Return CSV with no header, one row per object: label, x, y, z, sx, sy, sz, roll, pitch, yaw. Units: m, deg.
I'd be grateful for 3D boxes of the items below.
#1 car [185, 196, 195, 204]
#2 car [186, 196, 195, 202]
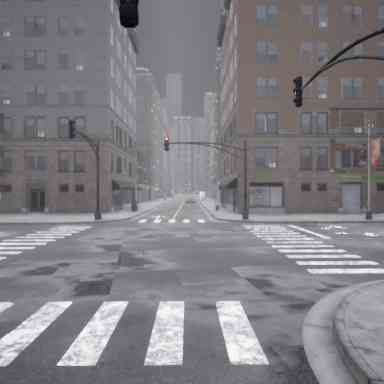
car,-0.306,1.641,63.698,1.895,1.301,4.718,0,0,0
car,-0.375,1.475,73.703,1.895,1.301,4.718,0,0,0
